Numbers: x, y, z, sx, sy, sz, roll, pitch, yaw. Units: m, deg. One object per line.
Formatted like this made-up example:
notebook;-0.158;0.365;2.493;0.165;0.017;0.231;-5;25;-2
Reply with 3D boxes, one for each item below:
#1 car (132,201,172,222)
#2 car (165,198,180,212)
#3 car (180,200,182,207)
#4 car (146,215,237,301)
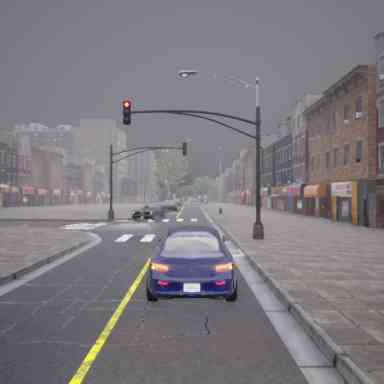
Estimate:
car;-3.465;1.715;28.155;1.895;1.301;4.718;0;-1;11
car;-2.884;1.731;43.210;1.882;1.535;5.008;0;0;0
car;-2.868;1.901;60.375;1.882;1.535;5.008;0;-1;0
car;-0.001;1.537;8.199;1.812;1.442;4.674;0;0;0
